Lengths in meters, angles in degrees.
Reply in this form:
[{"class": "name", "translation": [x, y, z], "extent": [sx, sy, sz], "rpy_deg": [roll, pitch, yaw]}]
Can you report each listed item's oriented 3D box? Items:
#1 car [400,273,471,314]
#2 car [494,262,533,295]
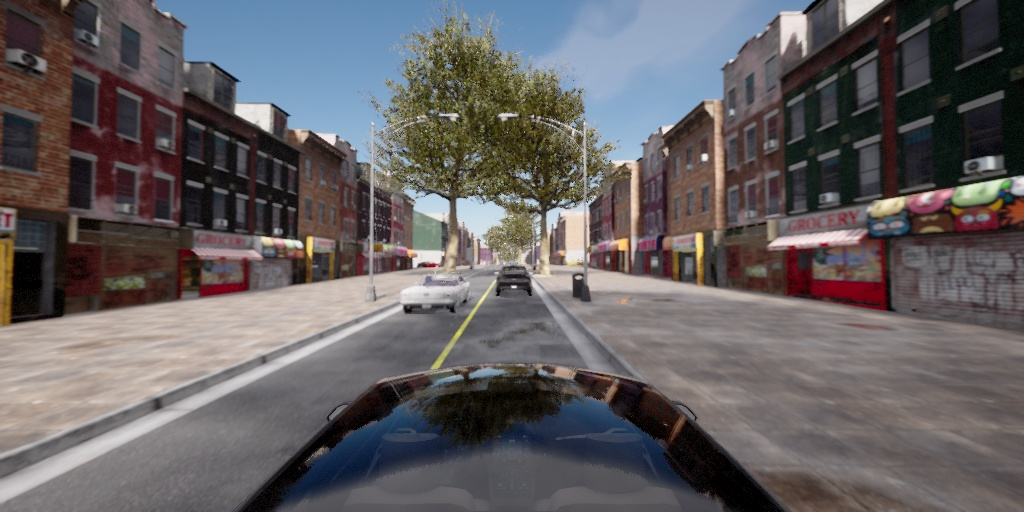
[{"class": "car", "translation": [-2.809, 1.357, 14.028], "extent": [1.895, 1.301, 4.718], "rpy_deg": [0, 0, 0]}, {"class": "car", "translation": [0.097, 1.267, 19.817], "extent": [1.837, 1.490, 4.892], "rpy_deg": [0, 0, 0]}]
